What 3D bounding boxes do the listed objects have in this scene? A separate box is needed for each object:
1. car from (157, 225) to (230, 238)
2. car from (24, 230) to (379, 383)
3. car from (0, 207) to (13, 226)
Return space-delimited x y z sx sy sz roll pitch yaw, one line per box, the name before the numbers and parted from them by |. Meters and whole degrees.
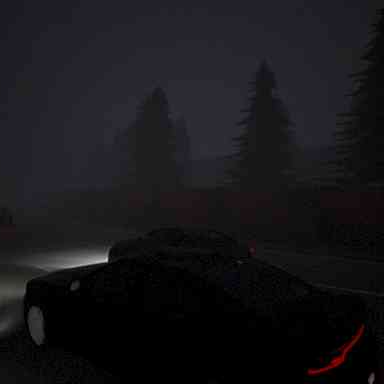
car | -0.404 1.588 9.025 4.181 1.385 1.994 0 0 39
car | -0.367 1.490 4.482 5.008 1.535 1.882 0 0 37
car | -13.693 1.643 22.679 1.895 1.301 4.718 0 0 -38
